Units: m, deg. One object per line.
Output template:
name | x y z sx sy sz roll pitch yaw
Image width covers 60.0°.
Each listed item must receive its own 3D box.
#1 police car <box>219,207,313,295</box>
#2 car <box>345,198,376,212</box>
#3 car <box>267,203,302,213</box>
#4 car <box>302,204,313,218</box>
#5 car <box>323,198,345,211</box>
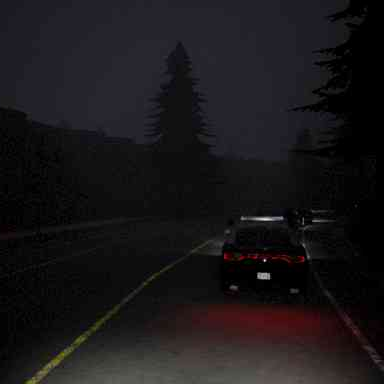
police car | 1.881 1.425 8.988 1.930 1.638 5.238 0 0 11
car | 20.222 1.564 38.705 4.181 1.385 1.994 0 0 -34
car | 4.568 1.478 17.895 1.882 1.535 5.008 0 0 23
car | 7.053 1.506 22.973 1.837 1.490 4.892 0 0 30
car | 18.364 1.491 41.381 4.902 1.511 2.128 0 0 -35
